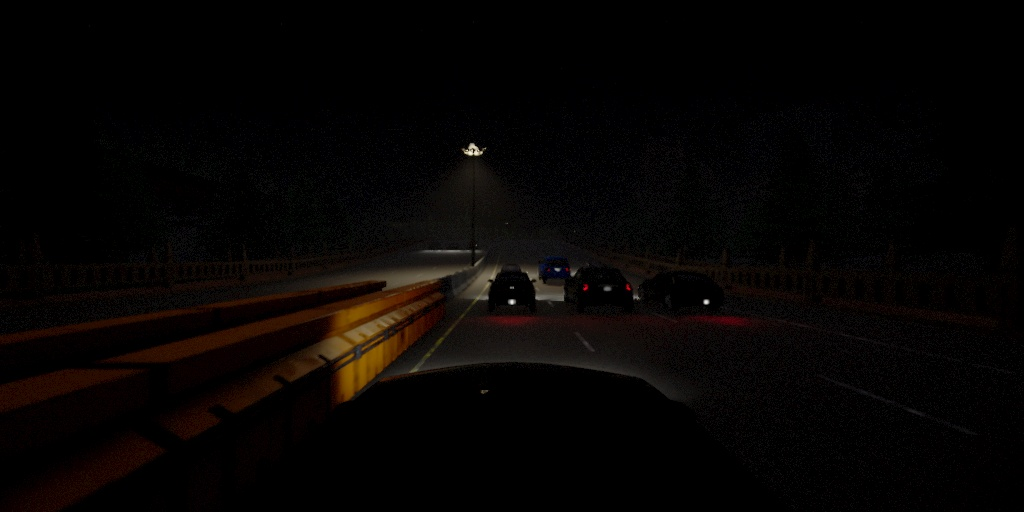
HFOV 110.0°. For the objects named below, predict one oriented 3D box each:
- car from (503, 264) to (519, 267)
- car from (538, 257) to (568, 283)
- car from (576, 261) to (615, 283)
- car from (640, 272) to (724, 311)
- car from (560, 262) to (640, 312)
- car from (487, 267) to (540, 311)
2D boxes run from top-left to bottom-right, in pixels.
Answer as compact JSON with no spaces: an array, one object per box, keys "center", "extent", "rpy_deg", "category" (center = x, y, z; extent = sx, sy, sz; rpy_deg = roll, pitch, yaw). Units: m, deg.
[{"center":[-0.078,1.363,29.277],"extent":[2.033,1.411,5.357],"rpy_deg":[0,2,0],"category":"car"},{"center":[3.422,1.039,29.297],"extent":[2.150,2.045,5.566],"rpy_deg":[0,2,0],"category":"car"},{"center":[6.925,1.277,30.256],"extent":[2.128,1.511,4.902],"rpy_deg":[0,2,0],"category":"car"},{"center":[7.006,1.407,15.339],"extent":[1.837,1.490,4.892],"rpy_deg":[0,0,0],"category":"car"},{"center":[3.506,1.250,15.262],"extent":[2.097,1.767,4.553],"rpy_deg":[0,-1,0],"category":"car"},{"center":[0.006,1.407,15.340],"extent":[1.837,1.490,4.892],"rpy_deg":[0,0,0],"category":"car"}]
